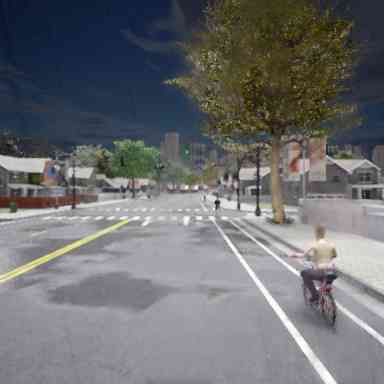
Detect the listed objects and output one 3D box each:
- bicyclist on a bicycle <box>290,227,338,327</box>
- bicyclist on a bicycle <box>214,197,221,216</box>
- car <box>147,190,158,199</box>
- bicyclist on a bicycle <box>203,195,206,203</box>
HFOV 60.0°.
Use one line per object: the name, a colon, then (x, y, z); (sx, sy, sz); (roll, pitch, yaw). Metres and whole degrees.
bicyclist on a bicycle: (2.269, 1.422, 6.006); (0.866, 1.612, 1.509); (0, 0, 0)
bicyclist on a bicycle: (2.264, 1.295, 29.797); (0.659, 1.776, 1.843); (0, 0, 0)
car: (-9.713, 0.576, 81.745); (2.150, 2.045, 5.566); (0, 0, 0)
bicyclist on a bicycle: (2.276, 1.275, 59.547); (0.582, 1.620, 1.656); (0, 0, 0)
